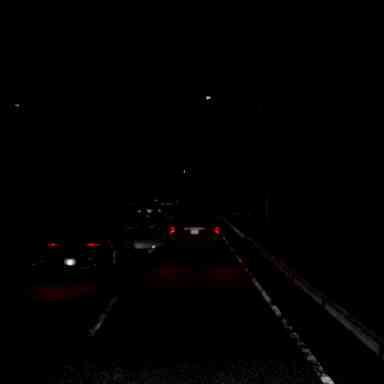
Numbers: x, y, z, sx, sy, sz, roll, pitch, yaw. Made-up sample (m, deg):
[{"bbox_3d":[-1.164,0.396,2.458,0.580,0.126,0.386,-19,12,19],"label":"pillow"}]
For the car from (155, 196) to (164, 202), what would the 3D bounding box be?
[{"bbox_3d":[-9.114,1.864,92.791,1.837,1.490,4.892,0,0,1],"label":"car"}]

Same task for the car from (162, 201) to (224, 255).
[{"bbox_3d":[0.095,1.431,13.758,2.097,1.767,4.553,0,0,0],"label":"car"}]

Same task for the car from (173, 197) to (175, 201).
[{"bbox_3d":[-5.864,1.889,92.736,1.812,1.442,4.674,0,0,1],"label":"car"}]

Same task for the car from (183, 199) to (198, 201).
[{"bbox_3d":[0.475,1.637,28.158,1.882,1.535,5.008,0,0,5],"label":"car"}]

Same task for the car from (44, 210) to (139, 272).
[{"bbox_3d":[-3.153,1.570,11.024,1.837,1.490,4.892,0,0,0],"label":"car"}]

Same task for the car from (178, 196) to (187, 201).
[{"bbox_3d":[-2.675,1.804,89.136,2.097,1.767,4.553,0,0,1],"label":"car"}]

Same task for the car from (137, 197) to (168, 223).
[{"bbox_3d":[-3.312,1.506,27.268,2.097,1.767,4.553,0,0,-2],"label":"car"}]

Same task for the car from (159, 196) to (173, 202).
[{"bbox_3d":[-6.130,1.927,77.124,1.812,1.442,4.674,0,0,1],"label":"car"}]

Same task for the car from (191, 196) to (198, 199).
[{"bbox_3d":[0.568,1.949,88.727,1.837,1.490,4.892,0,0,1],"label":"car"}]
